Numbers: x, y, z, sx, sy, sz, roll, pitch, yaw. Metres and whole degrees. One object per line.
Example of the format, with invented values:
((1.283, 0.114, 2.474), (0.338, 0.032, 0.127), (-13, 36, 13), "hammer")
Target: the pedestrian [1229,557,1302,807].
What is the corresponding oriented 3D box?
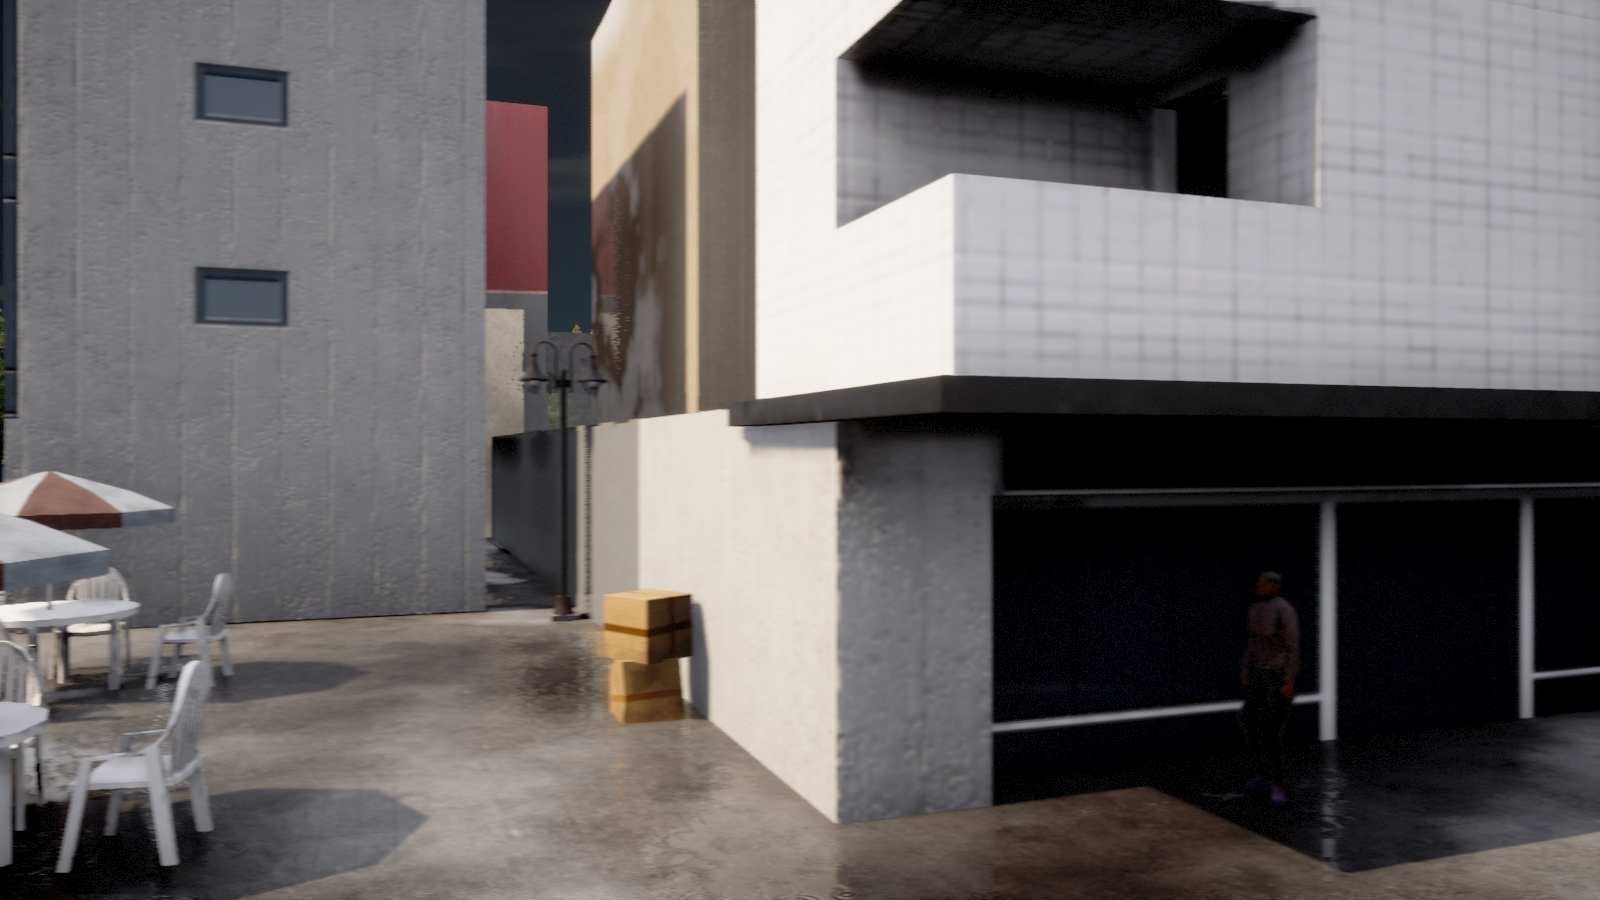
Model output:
((3.639, 1.790, 8.937), (0.375, 1.860, 0.375), (0, 0, -21), "pedestrian")
